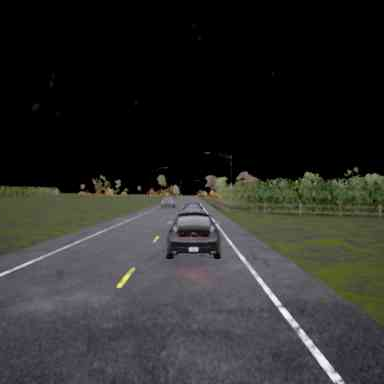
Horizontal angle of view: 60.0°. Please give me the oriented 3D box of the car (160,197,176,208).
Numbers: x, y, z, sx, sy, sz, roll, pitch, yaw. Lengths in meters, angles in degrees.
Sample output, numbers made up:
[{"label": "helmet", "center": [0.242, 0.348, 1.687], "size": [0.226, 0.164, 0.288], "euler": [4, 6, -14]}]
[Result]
[{"label": "car", "center": [-3.586, 1.529, 50.333], "size": [2.097, 1.767, 4.553], "euler": [0, 0, 0]}]

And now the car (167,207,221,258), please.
[{"label": "car", "center": [0.068, 1.554, 12.938], "size": [1.837, 1.490, 4.892], "euler": [0, 0, 0]}]

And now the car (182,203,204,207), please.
[{"label": "car", "center": [0.070, 1.667, 28.622], "size": [1.994, 1.385, 4.181], "euler": [0, 0, 0]}]
